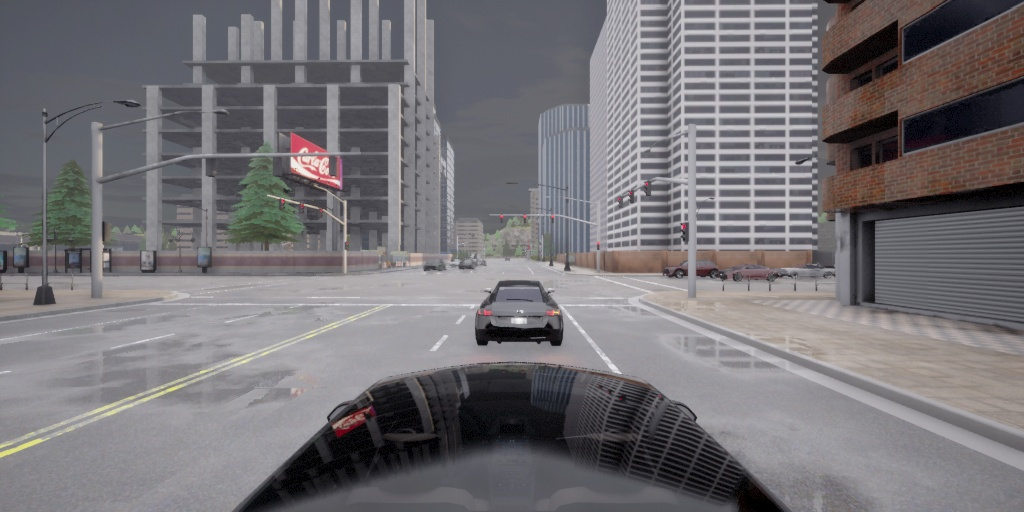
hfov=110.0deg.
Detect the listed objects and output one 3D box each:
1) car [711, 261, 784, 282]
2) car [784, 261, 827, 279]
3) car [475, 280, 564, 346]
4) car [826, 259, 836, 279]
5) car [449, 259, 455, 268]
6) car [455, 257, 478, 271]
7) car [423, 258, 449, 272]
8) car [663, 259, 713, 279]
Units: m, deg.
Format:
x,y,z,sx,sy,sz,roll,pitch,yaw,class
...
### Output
x,y,z,sx,sy,sz,roll,pitch,yaw,class
18.807,1.314,28.809,4.181,1.385,1.994,0,0,1,car
26.219,1.351,32.207,4.718,1.301,1.895,0,0,1,car
0.193,1.314,9.444,1.994,1.385,4.181,0,0,1,car
28.693,1.227,28.667,5.008,1.535,1.882,0,0,1,car
-9.531,1.275,60.887,1.812,1.442,4.674,0,0,1,car
-6.247,1.227,49.819,1.882,1.535,5.008,0,0,1,car
-9.827,1.102,45.774,2.097,1.767,4.553,0,0,1,car
16.083,1.102,32.345,4.553,1.767,2.097,0,0,1,car
